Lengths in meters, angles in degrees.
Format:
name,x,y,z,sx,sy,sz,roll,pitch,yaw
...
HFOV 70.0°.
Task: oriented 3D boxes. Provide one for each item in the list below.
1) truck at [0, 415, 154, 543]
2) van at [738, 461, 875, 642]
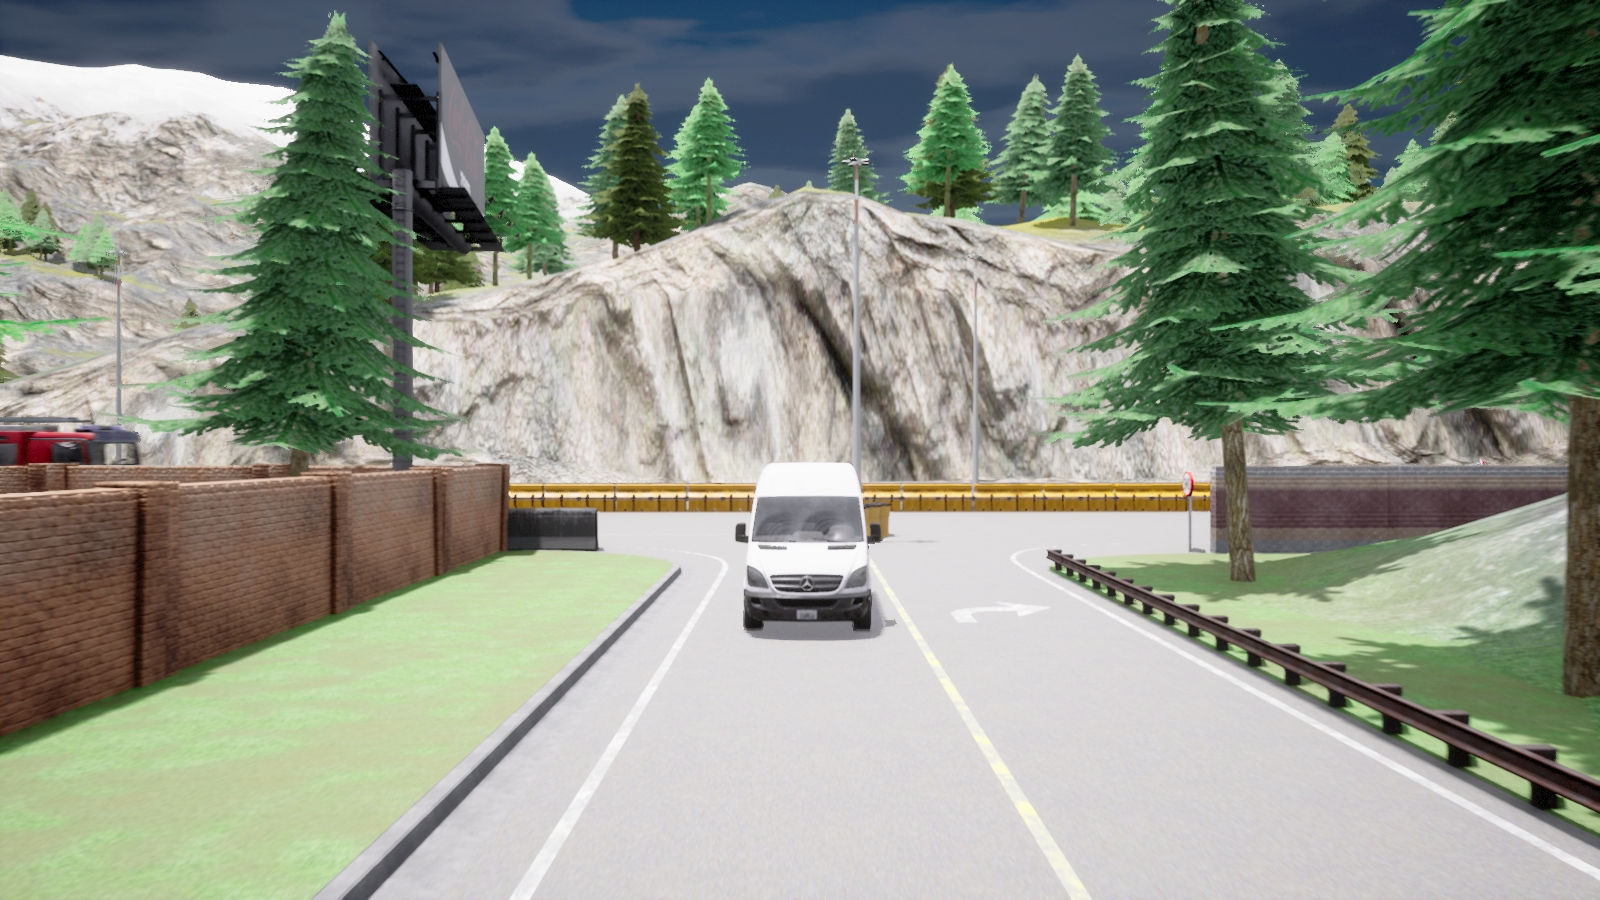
name,x,y,z,sx,sy,sz,roll,pitch,yaw
truck,-25.184,0.863,35.596,8.468,3.827,2.891,0,0,-1
van,0.156,1.499,19.560,1.988,2.561,5.915,0,0,1
